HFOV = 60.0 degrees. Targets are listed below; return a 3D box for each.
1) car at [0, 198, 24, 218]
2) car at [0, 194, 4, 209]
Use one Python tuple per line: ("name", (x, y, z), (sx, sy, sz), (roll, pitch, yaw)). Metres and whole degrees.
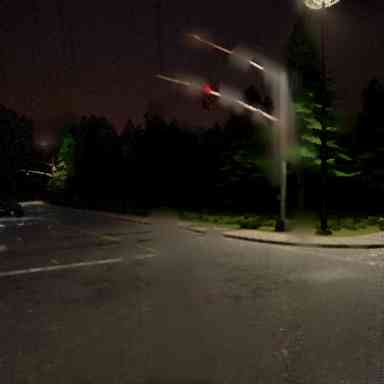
("car", (-16.306, 1.483, 29.587), (1.812, 1.442, 4.674), (0, 0, -36))
("car", (-26.229, 1.229, 43.799), (2.097, 1.767, 4.553), (0, 0, -34))
